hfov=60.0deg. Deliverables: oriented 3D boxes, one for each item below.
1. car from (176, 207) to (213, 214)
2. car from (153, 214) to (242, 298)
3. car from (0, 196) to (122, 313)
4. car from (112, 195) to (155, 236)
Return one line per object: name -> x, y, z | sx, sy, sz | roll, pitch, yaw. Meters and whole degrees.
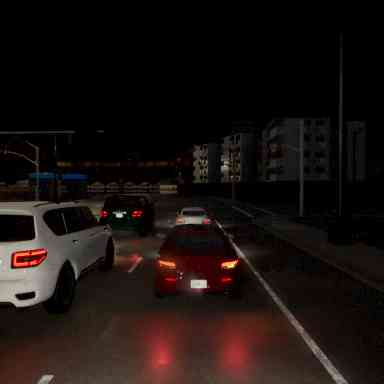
car -> 0.106, 1.490, 17.495 | 1.812, 1.442, 4.674 | 0, 0, 1
car -> 0.116, 1.521, 8.408 | 1.812, 1.442, 4.674 | 0, 0, 0
car -> -3.387, 1.218, 7.764 | 2.150, 2.045, 5.566 | 0, 0, 0
car -> -3.362, 1.179, 18.123 | 2.150, 2.045, 5.566 | 0, 0, 0
